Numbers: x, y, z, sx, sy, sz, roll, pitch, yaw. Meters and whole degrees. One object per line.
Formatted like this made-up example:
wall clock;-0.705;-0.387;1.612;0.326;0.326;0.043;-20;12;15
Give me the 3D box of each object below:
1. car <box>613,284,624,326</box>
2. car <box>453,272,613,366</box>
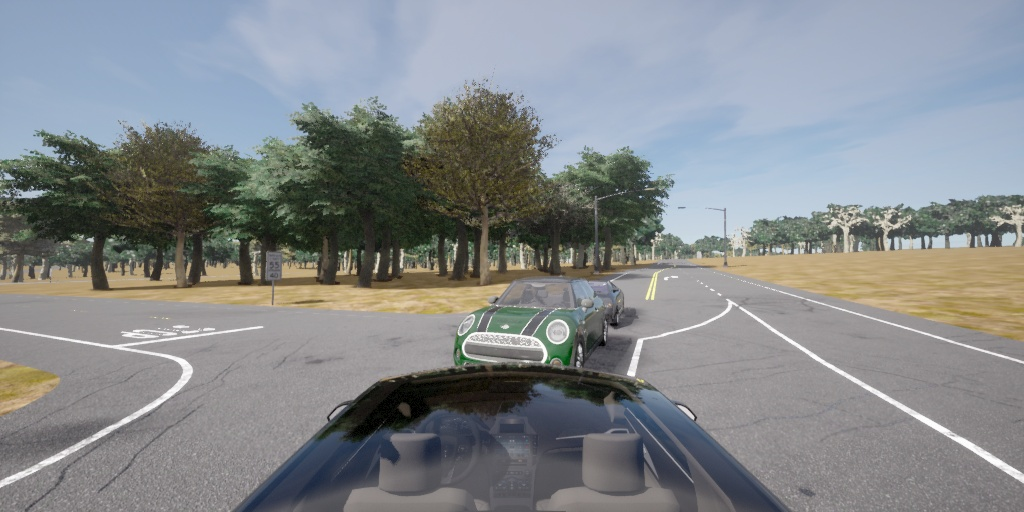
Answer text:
car;2.897;1.555;12.912;1.994;1.385;4.181;-2;0;22
car;0.675;1.222;7.478;2.097;1.767;4.553;-1;-2;22
